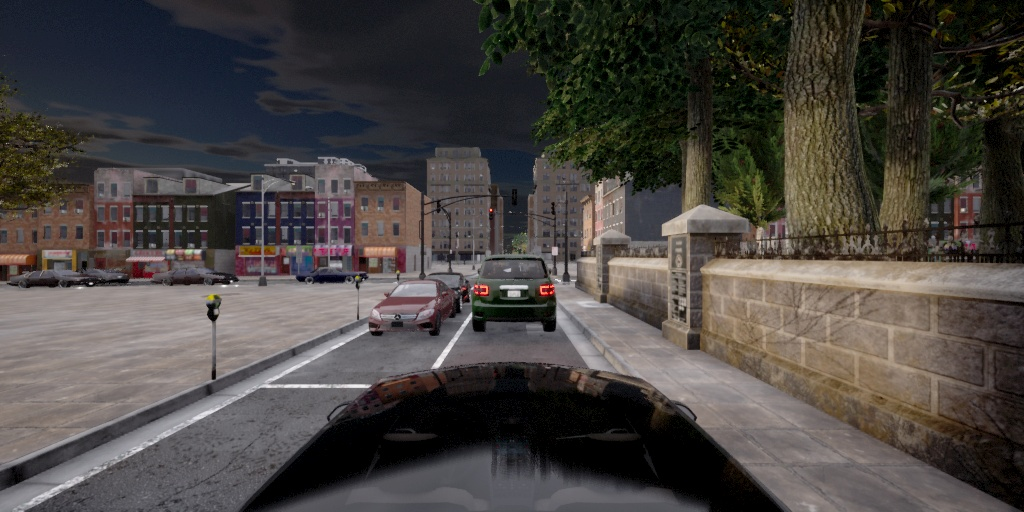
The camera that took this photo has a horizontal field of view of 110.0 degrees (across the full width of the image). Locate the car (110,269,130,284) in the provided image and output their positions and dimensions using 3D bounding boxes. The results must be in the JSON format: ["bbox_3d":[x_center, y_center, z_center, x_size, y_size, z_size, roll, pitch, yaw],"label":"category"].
[{"bbox_3d":[-34.608,1.743,29.780,4.181,1.385,1.994,-1,0,0],"label":"car"}]

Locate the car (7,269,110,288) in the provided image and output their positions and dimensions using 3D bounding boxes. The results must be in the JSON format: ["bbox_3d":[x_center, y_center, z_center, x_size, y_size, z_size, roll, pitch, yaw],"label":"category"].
[{"bbox_3d":[-34.135,1.720,26.847,5.357,1.411,2.033,-1,0,1],"label":"car"}]

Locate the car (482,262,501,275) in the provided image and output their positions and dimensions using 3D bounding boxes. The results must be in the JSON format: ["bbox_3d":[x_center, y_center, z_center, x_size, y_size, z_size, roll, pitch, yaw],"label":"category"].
[{"bbox_3d":[-2.278,1.344,40.785,1.895,1.301,4.718,0,0,0],"label":"car"}]

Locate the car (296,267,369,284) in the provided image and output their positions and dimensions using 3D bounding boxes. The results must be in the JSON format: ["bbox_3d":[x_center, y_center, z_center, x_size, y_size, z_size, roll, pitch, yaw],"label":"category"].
[{"bbox_3d":[-13.357,1.480,26.900,4.718,1.301,1.895,-1,0,0],"label":"car"}]

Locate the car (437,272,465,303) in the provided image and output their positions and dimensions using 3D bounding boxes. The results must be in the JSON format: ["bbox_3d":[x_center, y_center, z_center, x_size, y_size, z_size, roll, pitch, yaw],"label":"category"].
[{"bbox_3d":[-2.637,1.316,13.999,1.948,1.339,4.313,0,0,0],"label":"car"}]

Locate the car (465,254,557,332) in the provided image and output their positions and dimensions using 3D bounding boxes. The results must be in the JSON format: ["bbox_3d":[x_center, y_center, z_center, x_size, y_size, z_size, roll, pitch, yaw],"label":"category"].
[{"bbox_3d":[0.076,0.971,11.015,2.150,2.045,5.566,0,0,1],"label":"car"}]

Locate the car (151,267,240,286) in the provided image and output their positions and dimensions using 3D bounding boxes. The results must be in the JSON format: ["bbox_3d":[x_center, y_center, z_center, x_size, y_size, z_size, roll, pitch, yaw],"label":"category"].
[{"bbox_3d":[-23.690,1.556,26.867,5.357,1.411,2.033,-1,0,0],"label":"car"}]

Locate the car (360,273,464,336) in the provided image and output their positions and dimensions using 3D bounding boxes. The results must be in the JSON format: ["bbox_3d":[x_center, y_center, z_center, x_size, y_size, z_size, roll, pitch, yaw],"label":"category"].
[{"bbox_3d":[-2.637,1.332,10.336,1.802,1.307,4.207,0,0,0],"label":"car"}]
